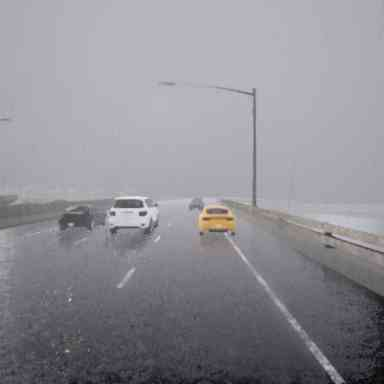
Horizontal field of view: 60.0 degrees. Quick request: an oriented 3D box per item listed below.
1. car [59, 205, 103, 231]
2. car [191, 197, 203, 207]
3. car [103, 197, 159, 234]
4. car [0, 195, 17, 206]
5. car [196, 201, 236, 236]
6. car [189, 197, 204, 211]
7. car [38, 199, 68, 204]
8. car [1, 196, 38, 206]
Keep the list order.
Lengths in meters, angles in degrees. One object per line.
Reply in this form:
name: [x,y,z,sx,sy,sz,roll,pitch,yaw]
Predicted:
car: [-6.756,1.561,21.065,1.837,1.490,4.892,0,0,1]
car: [0.922,1.653,55.929,1.882,1.535,5.008,0,0,2]
car: [-3.277,1.274,19.565,2.150,2.045,5.566,0,0,1]
car: [-24.048,1.345,42.086,2.150,2.045,5.566,0,0,2]
car: [1.336,1.528,18.967,1.882,1.535,5.008,0,0,1]
car: [0.618,1.728,43.281,1.895,1.301,4.718,0,0,2]
car: [-17.050,1.628,41.942,1.837,1.490,4.892,0,0,2]
car: [-20.581,1.610,40.673,2.128,1.511,4.902,0,0,2]
